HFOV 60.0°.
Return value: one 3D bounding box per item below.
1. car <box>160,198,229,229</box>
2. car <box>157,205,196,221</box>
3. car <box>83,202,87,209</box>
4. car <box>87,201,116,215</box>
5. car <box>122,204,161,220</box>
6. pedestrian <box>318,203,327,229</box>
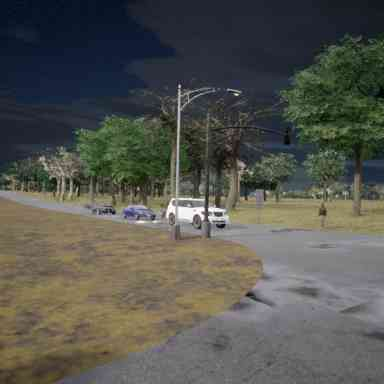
[{"bbox_3d":[0.244,1.458,23.761,2.150,2.045,5.566,3,-2,-34],"label":"car"},{"bbox_3d":[-1.608,2.047,33.179,1.994,1.385,4.181,3,-2,-34],"label":"car"},{"bbox_3d":[-16.918,2.268,56.133,1.994,1.385,4.181,3,-2,-33],"label":"car"},{"bbox_3d":[-10.766,2.012,40.262,1.994,1.385,4.181,3,-2,-34],"label":"car"},{"bbox_3d":[-5.196,1.882,31.929,1.812,1.442,4.674,3,-2,-34],"label":"car"},{"bbox_3d":[9.323,1.717,23.836,0.375,1.860,0.375,1,-1,-34],"label":"pedestrian"}]
